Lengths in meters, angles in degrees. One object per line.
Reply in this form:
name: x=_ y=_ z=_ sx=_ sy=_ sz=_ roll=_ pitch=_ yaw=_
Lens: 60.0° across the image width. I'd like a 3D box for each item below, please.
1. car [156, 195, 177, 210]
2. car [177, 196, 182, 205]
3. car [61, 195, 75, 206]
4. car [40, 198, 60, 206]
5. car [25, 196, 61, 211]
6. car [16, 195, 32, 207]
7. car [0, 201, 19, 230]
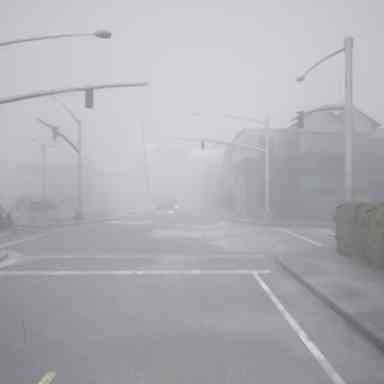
car: x=-3.599 y=1.388 z=45.548 sx=2.150 sy=2.045 sz=5.566 roll=0 pitch=0 yaw=0
car: x=-3.507 y=1.900 z=63.962 sx=1.895 sy=1.301 sz=4.718 roll=0 pitch=0 yaw=0
car: x=-22.633 y=1.490 z=60.309 sx=1.905 sy=1.878 sz=3.866 roll=0 pitch=0 yaw=0
car: x=-25.959 y=1.776 z=60.910 sx=1.970 sy=1.475 sz=3.806 roll=0 pitch=0 yaw=0
car: x=-18.927 y=1.645 z=42.440 sx=2.007 sy=1.523 sz=4.514 roll=0 pitch=0 yaw=0
car: x=-25.897 y=1.481 z=52.432 sx=1.932 sy=1.855 sz=4.605 roll=0 pitch=0 yaw=0
car: x=-13.869 y=1.608 z=20.914 sx=4.553 sy=1.767 sz=2.097 roll=0 pitch=0 yaw=0
